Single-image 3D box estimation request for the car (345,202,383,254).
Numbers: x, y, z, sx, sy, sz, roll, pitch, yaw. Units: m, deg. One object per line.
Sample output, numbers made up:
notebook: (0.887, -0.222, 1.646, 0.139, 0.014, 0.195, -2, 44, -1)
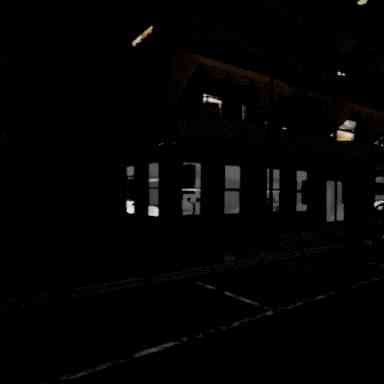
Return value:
car: (7.625, 1.261, 11.974, 5.009, 1.841, 2.192, 0, 1, -35)
